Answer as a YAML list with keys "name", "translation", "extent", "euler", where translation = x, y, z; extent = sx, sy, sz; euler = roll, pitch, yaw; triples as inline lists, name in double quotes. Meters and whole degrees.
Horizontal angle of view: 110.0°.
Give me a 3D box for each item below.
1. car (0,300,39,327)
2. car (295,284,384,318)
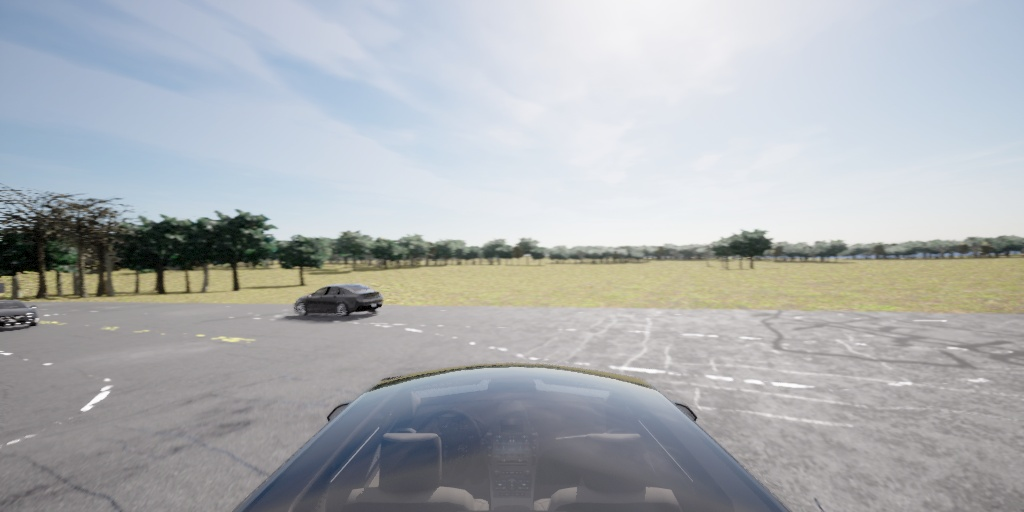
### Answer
- name: "car"
  translation: [-26.730, 3.066, 18.677]
  extent: [4.892, 1.490, 1.837]
  euler: [-3, -1, 26]
- name: "car"
  translation: [-8.475, 2.135, 17.478]
  extent: [4.892, 1.490, 1.837]
  euler: [-3, -1, 26]
